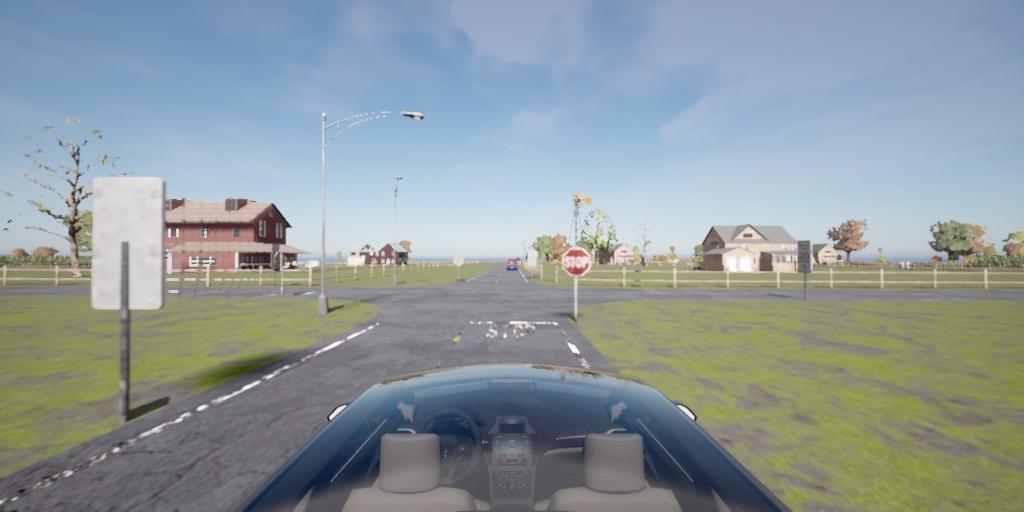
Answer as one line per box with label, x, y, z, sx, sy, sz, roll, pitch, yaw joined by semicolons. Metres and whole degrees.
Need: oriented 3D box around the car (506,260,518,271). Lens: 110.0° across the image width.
car;0.009;1.948;64.141;1.994;1.385;4.181;0;0;1
